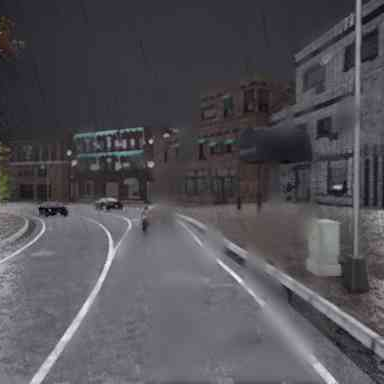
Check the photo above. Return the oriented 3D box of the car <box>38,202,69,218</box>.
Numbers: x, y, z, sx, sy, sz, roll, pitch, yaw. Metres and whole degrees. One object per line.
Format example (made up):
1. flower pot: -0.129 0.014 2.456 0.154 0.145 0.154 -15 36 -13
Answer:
1. car: -12.977 1.626 31.129 1.895 1.301 4.718 -1 1 -34

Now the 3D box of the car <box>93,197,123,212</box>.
1. car: -9.613 1.347 37.725 1.882 1.535 5.008 -1 1 -38

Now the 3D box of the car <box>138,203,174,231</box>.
1. car: -2.250 1.478 20.797 1.837 1.490 4.892 -1 0 -10
